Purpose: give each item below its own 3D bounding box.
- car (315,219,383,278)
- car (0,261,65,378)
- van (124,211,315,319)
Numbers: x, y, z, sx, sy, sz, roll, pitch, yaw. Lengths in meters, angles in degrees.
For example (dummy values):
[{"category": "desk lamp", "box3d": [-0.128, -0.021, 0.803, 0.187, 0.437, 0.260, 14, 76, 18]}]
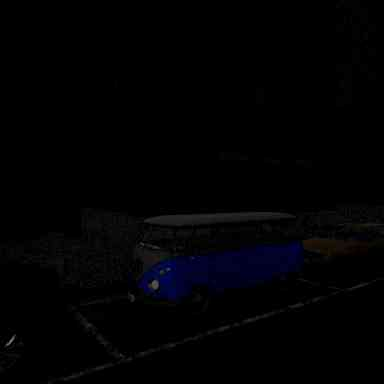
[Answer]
[{"category": "car", "box3d": [4.917, 1.526, 10.158, 4.829, 1.417, 1.752, 0, 0, -35]}, {"category": "car", "box3d": [-3.799, 1.566, 3.942, 4.313, 1.339, 1.947, 0, 0, -35]}, {"category": "van", "box3d": [0.628, 1.341, 7.100, 3.998, 1.788, 1.690, 0, 0, -35]}]
